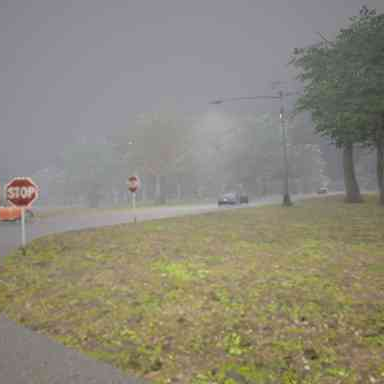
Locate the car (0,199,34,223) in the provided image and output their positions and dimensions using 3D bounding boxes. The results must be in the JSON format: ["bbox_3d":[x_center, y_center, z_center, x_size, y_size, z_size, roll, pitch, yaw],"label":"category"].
[{"bbox_3d":[-12.684,1.229,21.266,2.097,1.767,4.553,-4,-1,34],"label":"car"}]

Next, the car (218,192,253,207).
[{"bbox_3d":[4.305,0.688,33.690,1.994,1.385,4.181,-4,-1,34],"label":"car"}]

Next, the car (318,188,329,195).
[{"bbox_3d":[30.540,-0.262,77.333,1.882,1.535,5.008,-4,-1,29],"label":"car"}]

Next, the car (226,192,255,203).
[{"bbox_3d":[7.452,0.745,50.665,2.033,1.411,5.357,-4,-1,34],"label":"car"}]
